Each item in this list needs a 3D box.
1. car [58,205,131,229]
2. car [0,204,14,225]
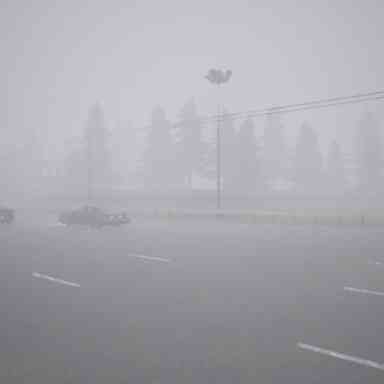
[{"bbox_3d":[-6.346,1.539,21.424,5.357,1.411,2.033,0,0,36],"label":"car"},{"bbox_3d":[-14.060,1.467,22.630,5.008,1.535,1.882,0,0,36],"label":"car"}]
